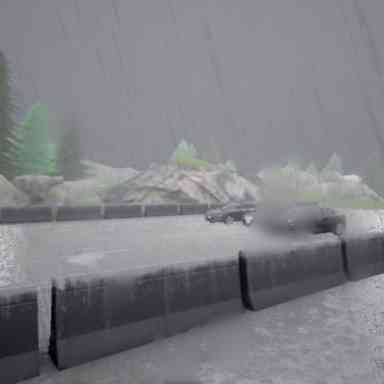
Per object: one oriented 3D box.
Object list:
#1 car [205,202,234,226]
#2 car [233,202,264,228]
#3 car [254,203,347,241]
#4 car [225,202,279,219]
[{"bbox_3d":[3.147,1.456,23.388,4.892,1.490,1.837,0,0,-35],"label":"car"},{"bbox_3d":[5.252,1.443,20.590,4.902,1.511,2.128,0,0,-35],"label":"car"},{"bbox_3d":[5.702,1.434,16.626,5.008,1.535,1.882,0,0,-35],"label":"car"},{"bbox_3d":[5.302,1.551,29.172,4.718,1.301,1.895,0,0,-35],"label":"car"}]
